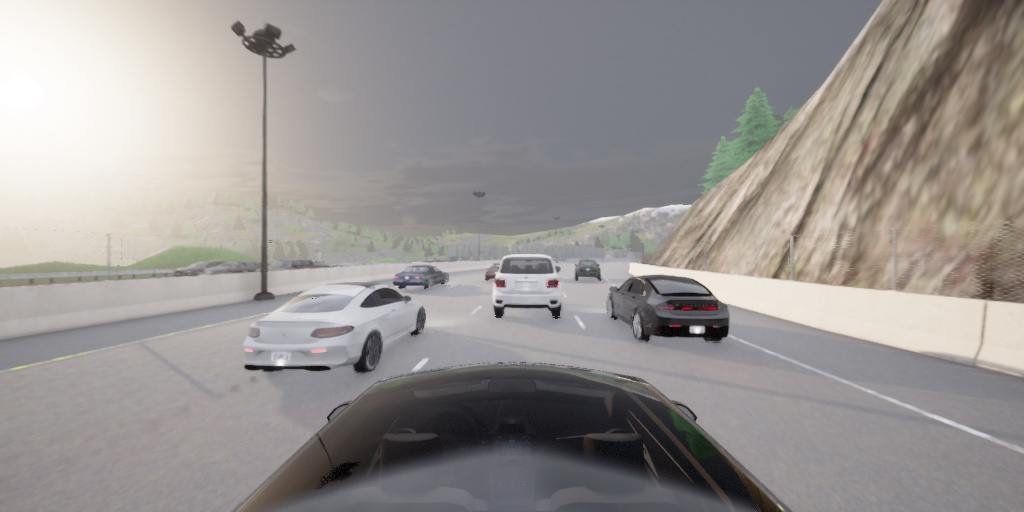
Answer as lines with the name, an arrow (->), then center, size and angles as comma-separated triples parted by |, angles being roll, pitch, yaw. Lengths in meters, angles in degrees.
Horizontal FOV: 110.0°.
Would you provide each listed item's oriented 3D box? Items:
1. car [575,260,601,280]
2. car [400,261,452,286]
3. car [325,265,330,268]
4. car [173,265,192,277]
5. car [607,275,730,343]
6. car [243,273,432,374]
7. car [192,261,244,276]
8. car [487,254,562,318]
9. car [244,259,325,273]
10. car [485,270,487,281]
car -> 6.488, 1.084, 30.897 | 2.097, 1.767, 4.553 | 0, 0, 10
car -> -5.512, 1.260, 22.372 | 2.033, 1.411, 5.357 | 0, 0, 7
car -> -18.313, 1.235, 32.438 | 1.994, 1.385, 4.181 | 0, 0, 10
car -> -25.730, 1.161, 30.414 | 1.837, 1.490, 4.892 | 0, 0, 9
car -> 3.911, 1.255, 9.752 | 1.837, 1.490, 4.892 | 0, 0, 3
car -> -3.213, 1.261, 7.414 | 1.812, 1.442, 4.674 | 0, 0, 2
car -> -22.383, 1.157, 29.139 | 2.128, 1.511, 4.902 | 0, 0, 9
car -> 0.612, 0.959, 13.154 | 2.150, 2.045, 5.566 | 0, 0, 4
car -> -15.861, 1.037, 25.328 | 2.097, 1.767, 4.553 | 0, 0, 8
car -> -0.878, 1.280, 29.507 | 1.994, 1.385, 4.181 | 0, 0, 9
